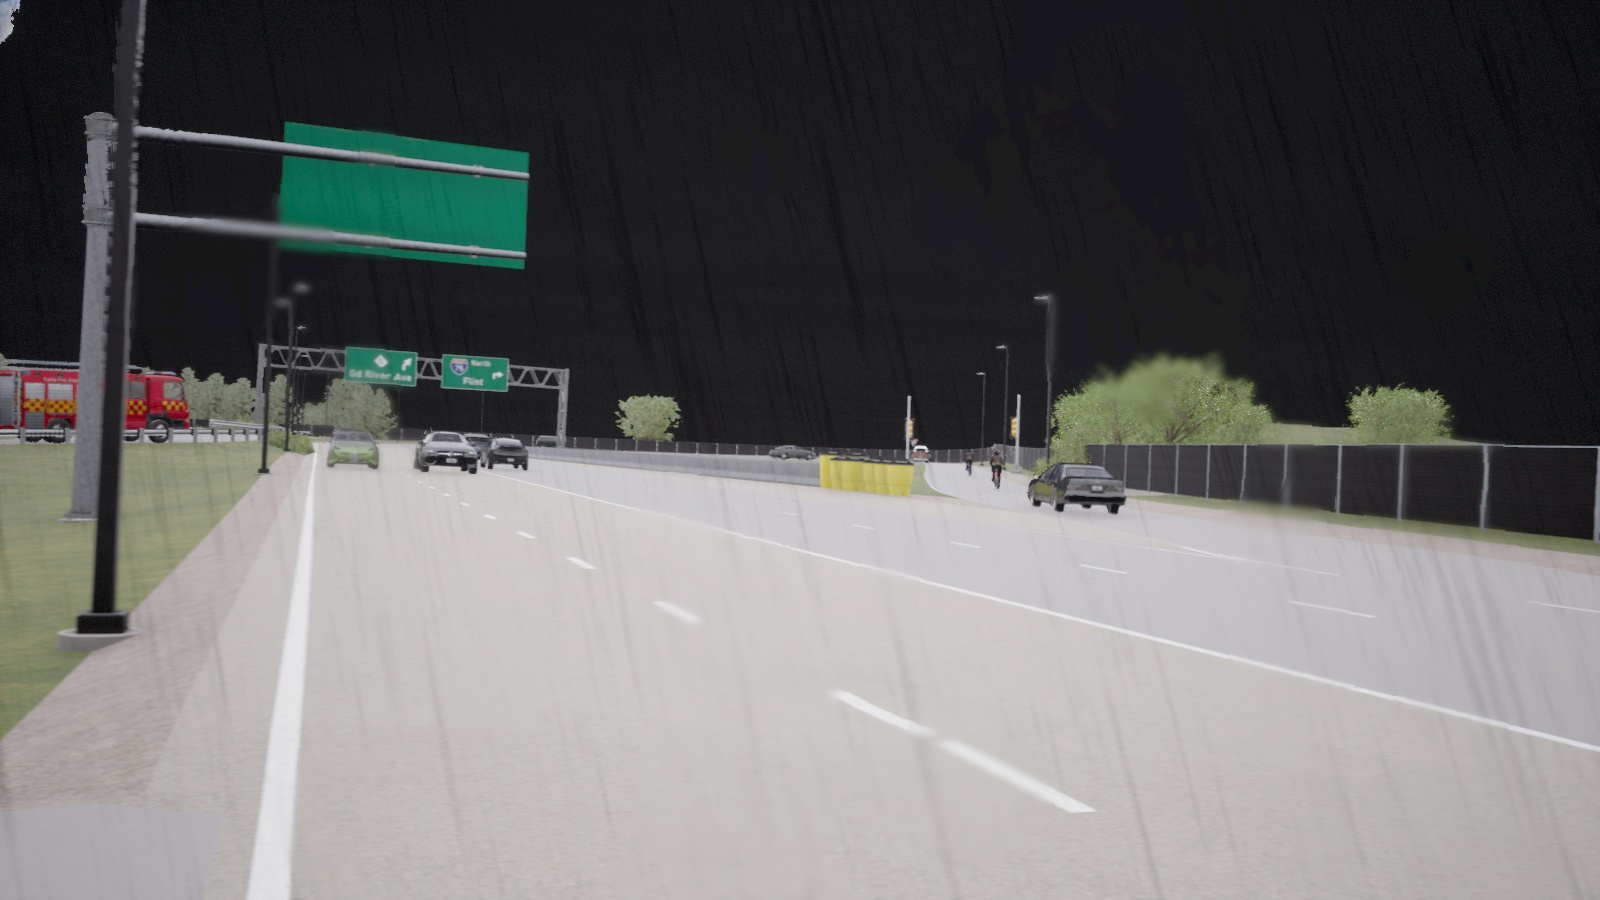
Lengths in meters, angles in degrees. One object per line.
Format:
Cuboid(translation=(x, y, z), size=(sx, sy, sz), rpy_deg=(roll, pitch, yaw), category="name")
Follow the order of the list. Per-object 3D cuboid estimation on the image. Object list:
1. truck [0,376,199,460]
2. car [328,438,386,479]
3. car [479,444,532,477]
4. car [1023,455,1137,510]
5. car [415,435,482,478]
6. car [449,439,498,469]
Cuboid(translation=(-34.089, -1.548, 61.209), size=(2.891, 3.827, 8.468), rpy_deg=(1, 1, 30), category="truck")
Cuboid(translation=(-17.638, 0.326, 49.854), size=(2.007, 1.525, 4.514), rpy_deg=(1, 0, -21), category="car")
Cuboid(translation=(-14.255, 0.483, 60.584), size=(1.837, 1.490, 4.892), rpy_deg=(1, 0, -21), category="car")
Cuboid(translation=(8.134, 0.899, 37.018), size=(2.033, 1.411, 5.357), rpy_deg=(1, 0, -2), category="car")
Cuboid(translation=(-14.323, 0.238, 50.993), size=(2.152, 1.651, 5.027), rpy_deg=(1, 0, -21), category="car")
Cuboid(translation=(-18.992, 0.229, 72.961), size=(2.242, 1.667, 4.611), rpy_deg=(1, 0, -21), category="car")
